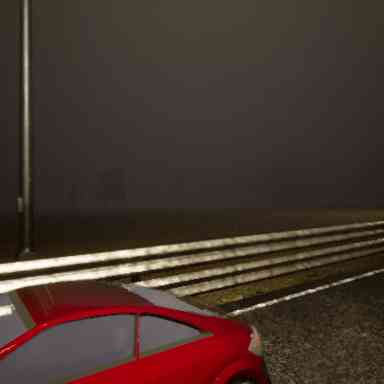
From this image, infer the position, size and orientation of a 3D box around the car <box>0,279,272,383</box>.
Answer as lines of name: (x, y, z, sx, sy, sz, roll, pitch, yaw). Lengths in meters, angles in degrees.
car: (-1.299, 1.562, 2.758, 4.181, 1.385, 1.994, 0, 0, -36)
